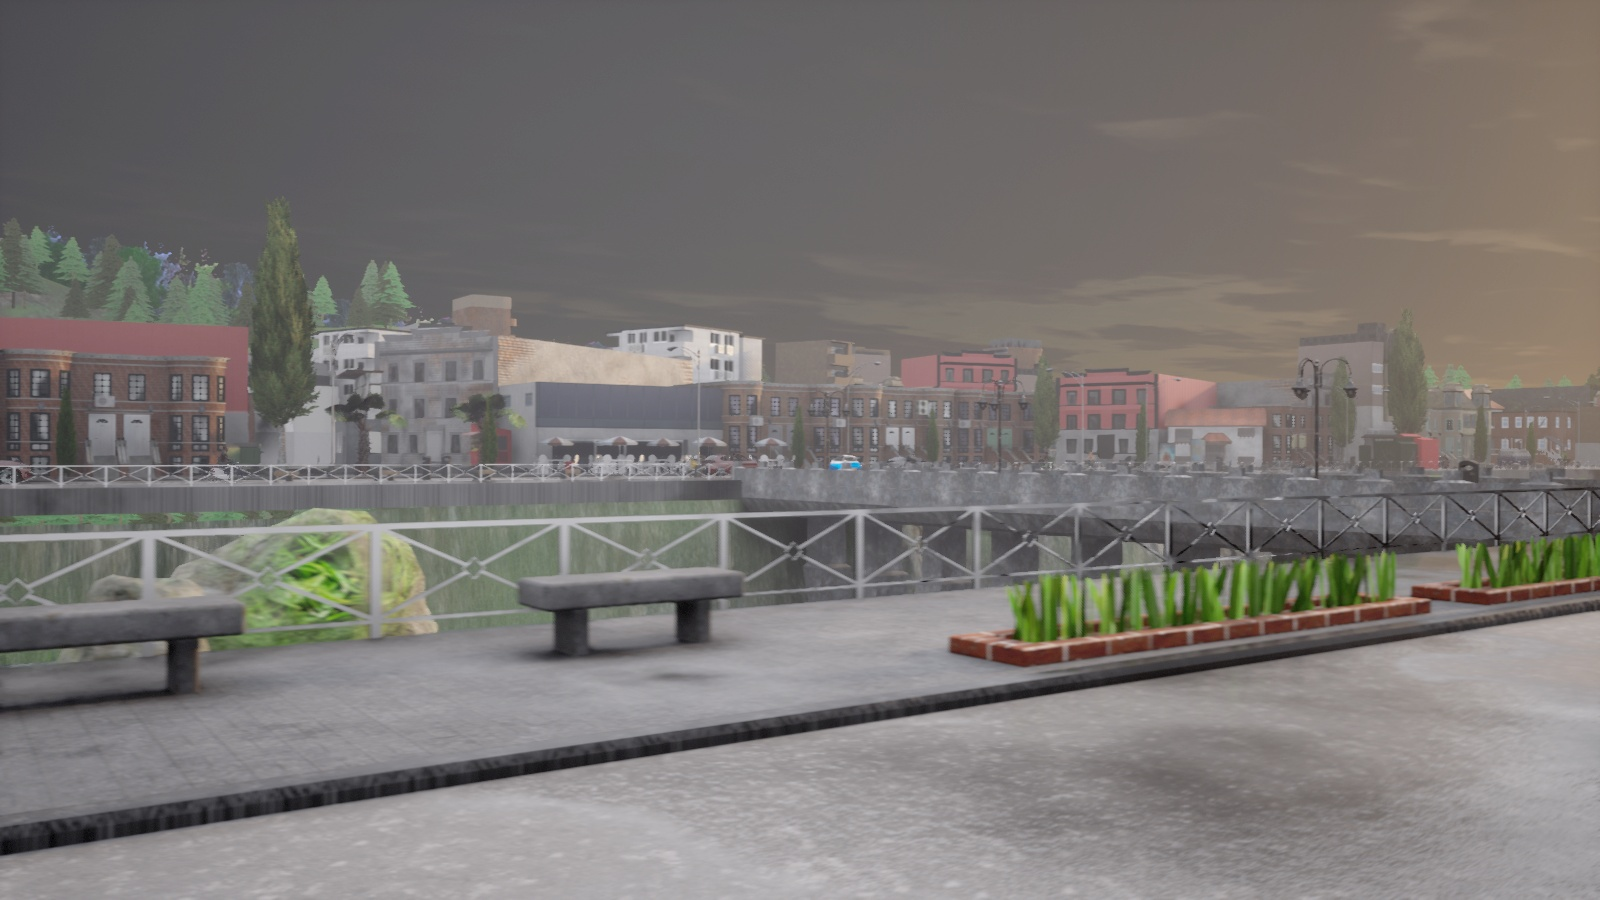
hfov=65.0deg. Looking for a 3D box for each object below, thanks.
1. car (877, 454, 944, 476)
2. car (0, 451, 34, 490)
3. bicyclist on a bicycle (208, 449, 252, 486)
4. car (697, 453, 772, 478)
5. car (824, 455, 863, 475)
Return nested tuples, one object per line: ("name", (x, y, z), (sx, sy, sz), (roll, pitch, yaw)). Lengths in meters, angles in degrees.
("car", (7.471, 1.001, 84.665), (4.181, 1.385, 1.994), (0, 0, -35))
("car", (-36.031, 0.884, 54.324), (4.856, 1.649, 2.033), (0, 0, -35))
("bicyclist on a bicycle", (-27.385, 0.821, 60.355), (1.843, 1.776, 0.659), (0, 0, -35))
("car", (-3.987, 0.955, 76.675), (4.193, 1.474, 1.816), (0, 0, -35))
("car", (2.974, 1.005, 86.406), (2.207, 1.376, 1.481), (0, 0, -35))
